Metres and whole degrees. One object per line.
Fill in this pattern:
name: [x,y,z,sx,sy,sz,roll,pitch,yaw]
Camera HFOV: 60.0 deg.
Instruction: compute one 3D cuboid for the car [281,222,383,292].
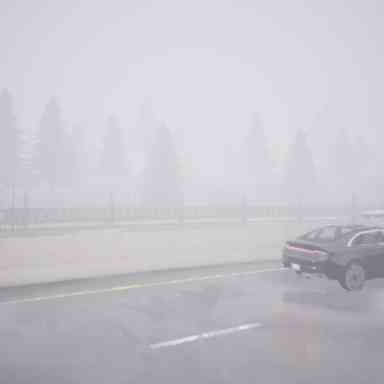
car: [4.811,1.676,9.313,4.902,1.511,2.128,0,-1,-24]
